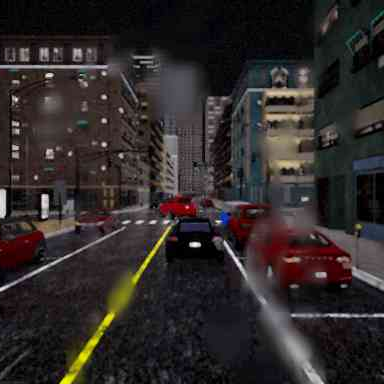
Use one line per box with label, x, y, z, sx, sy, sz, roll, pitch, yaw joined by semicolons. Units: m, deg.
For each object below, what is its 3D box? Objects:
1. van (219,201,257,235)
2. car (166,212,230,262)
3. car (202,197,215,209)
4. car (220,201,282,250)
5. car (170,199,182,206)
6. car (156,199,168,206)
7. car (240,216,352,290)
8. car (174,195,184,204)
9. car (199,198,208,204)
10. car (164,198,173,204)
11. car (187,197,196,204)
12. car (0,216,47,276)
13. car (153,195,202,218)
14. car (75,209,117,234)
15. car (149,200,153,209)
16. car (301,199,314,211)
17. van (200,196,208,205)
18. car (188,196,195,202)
van;2.680;1.474;20.210;1.690;1.788;3.998;0;0;0
car;0.099;1.646;12.495;1.994;1.385;4.181;0;0;0
car;2.679;1.935;52.602;1.802;1.307;4.206;0;0;0
car;2.681;1.412;14.683;2.192;1.841;5.009;0;0;0
car;-3.026;2.034;63.865;1.895;1.301;4.718;0;0;0
car;-5.703;1.998;63.661;1.947;1.339;4.313;0;0;0
car;2.683;1.605;9.153;1.887;1.381;4.507;0;0;0
car;-3.008;1.771;79.343;2.150;2.045;5.566;0;0;0
car;2.677;2.118;80.219;1.947;1.339;4.313;0;0;0
car;-5.704;2.097;80.231;1.887;1.381;4.507;0;0;0
car;-0.008;2.079;81.641;2.128;1.511;4.902;0;0;0
car;-5.699;1.500;9.154;1.967;1.590;4.097;0;0;0
car;-1.470;1.423;30.753;2.150;2.045;5.566;1;-1;-23
car;-5.699;1.715;20.209;1.802;1.307;4.206;0;0;0
car;-5.702;1.919;52.614;1.947;1.339;4.313;0;0;0
car;15.756;1.295;39.746;5.009;1.841;2.192;-1;1;0
van;2.675;1.853;74.697;1.690;1.788;3.998;0;0;0
car;-0.008;1.950;92.064;1.882;1.535;5.008;0;0;0
